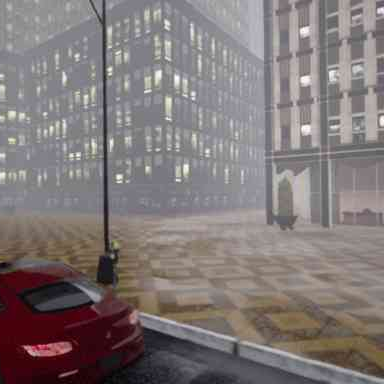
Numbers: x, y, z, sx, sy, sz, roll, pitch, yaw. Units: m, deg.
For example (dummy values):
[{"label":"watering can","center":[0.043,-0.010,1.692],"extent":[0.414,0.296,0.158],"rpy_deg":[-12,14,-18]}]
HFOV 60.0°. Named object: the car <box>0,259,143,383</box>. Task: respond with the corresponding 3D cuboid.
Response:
[{"label":"car","center":[-2.530,1.626,4.669],"extent":[4.206,1.307,1.802],"rpy_deg":[-1,-1,36]}]
